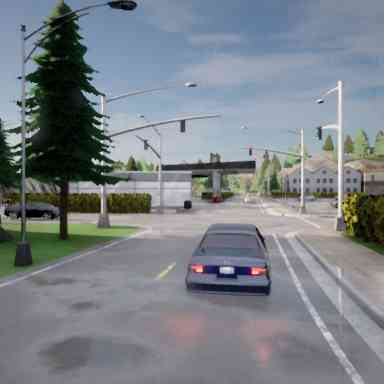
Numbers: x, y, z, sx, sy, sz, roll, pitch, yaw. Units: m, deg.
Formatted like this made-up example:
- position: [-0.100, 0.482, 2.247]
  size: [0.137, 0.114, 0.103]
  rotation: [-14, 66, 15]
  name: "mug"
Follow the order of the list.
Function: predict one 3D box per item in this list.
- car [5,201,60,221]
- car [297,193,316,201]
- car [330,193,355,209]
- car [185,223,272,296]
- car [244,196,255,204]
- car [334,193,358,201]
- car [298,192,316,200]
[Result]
- position: [-12.382, 1.483, 26.569]
  size: [4.902, 1.511, 2.128]
  rotation: [0, 0, 10]
  name: "car"
- position: [26.158, 1.337, 76.070]
  size: [3.806, 1.475, 1.970]
  rotation: [0, 0, 10]
  name: "car"
- position: [20.231, 1.317, 42.329]
  size: [5.027, 1.636, 2.152]
  rotation: [0, 0, 10]
  name: "car"
- position: [1.085, 1.545, 8.845]
  size: [2.033, 1.411, 5.357]
  rotation: [0, 0, 10]
  name: "car"
- position: [11.184, 1.505, 64.732]
  size: [1.812, 1.442, 4.674]
  rotation: [0, 0, 10]
  name: "car"
- position: [34.514, 1.073, 74.627]
  size: [4.605, 1.855, 1.932]
  rotation: [0, 0, 10]
  name: "car"
- position: [27.340, 1.052, 79.237]
  size: [3.866, 1.878, 1.905]
  rotation: [0, 0, 10]
  name: "car"
